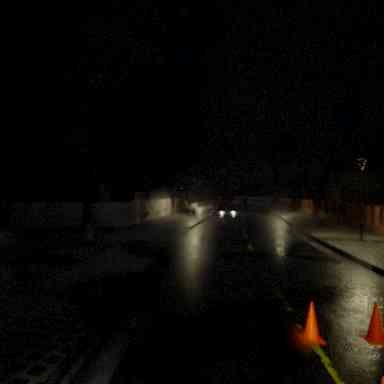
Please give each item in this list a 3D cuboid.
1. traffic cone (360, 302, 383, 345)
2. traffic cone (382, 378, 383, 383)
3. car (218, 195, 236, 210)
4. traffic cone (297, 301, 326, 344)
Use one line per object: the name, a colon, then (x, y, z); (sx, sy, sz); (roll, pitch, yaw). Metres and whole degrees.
traffic cone: (2.851, 2.002, 5.156); (0.340, 0.580, 0.340); (1, 0, 0)
traffic cone: (1.857, 1.985, 3.153); (0.340, 0.580, 0.340); (1, 0, 0)
car: (4.856, 1.427, 46.395); (2.150, 2.045, 5.566); (1, 0, 3)
traffic cone: (1.851, 1.990, 5.152); (0.340, 0.580, 0.340); (1, 0, 0)
